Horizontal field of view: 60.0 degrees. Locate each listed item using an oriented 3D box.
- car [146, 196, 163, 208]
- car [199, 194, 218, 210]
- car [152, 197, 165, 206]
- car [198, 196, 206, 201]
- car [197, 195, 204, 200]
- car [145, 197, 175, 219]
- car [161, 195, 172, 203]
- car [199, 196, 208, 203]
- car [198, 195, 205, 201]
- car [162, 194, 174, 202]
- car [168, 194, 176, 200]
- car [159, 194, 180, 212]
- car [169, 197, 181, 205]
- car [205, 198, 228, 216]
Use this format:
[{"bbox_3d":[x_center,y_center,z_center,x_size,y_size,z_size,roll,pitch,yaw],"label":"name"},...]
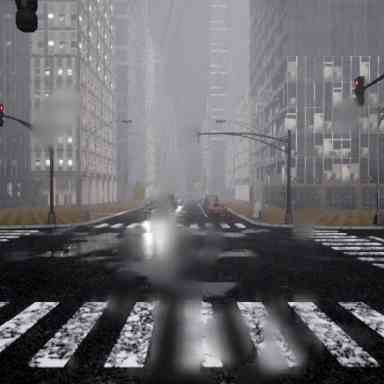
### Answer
[{"bbox_3d":[-5.412,1.439,48.635,1.967,1.590,4.097,-1,0,0],"label":"car"},{"bbox_3d":[2.464,1.315,43.150,2.192,1.841,5.009,-1,0,0],"label":"car"},{"bbox_3d":[-5.420,1.580,54.160,1.802,1.307,4.206,-1,0,0],"label":"car"},{"bbox_3d":[2.412,1.569,81.821,1.802,1.307,4.206,-1,0,0],"label":"car"},{"bbox_3d":[2.393,1.527,92.870,1.887,1.381,4.507,-1,0,0],"label":"car"},{"bbox_3d":[-2.905,1.492,28.765,2.128,1.511,4.902,0,0,0],"label":"car"},{"bbox_3d":[-5.450,1.432,70.733,1.967,1.590,4.097,-1,0,0],"label":"car"},{"bbox_3d":[2.431,1.537,70.772,1.887,1.381,4.507,-1,0,0],"label":"car"},{"bbox_3d":[2.402,1.510,87.516,1.752,1.417,4.829,-1,0,0],"label":"car"},{"bbox_3d":[-5.462,1.305,76.258,2.192,1.841,5.009,-1,0,0],"label":"car"},{"bbox_3d":[-5.489,1.422,92.832,1.967,1.590,4.097,-1,0,0],"label":"car"},{"bbox_3d":[-2.918,1.222,38.634,2.150,2.045,5.566,0,0,0],"label":"car"},{"bbox_3d":[-2.908,1.597,58.301,1.895,1.301,4.718,0,0,0],"label":"car"},{"bbox_3d":[2.466,1.583,32.100,1.802,1.307,4.206,-1,0,0],"label":"car"}]
